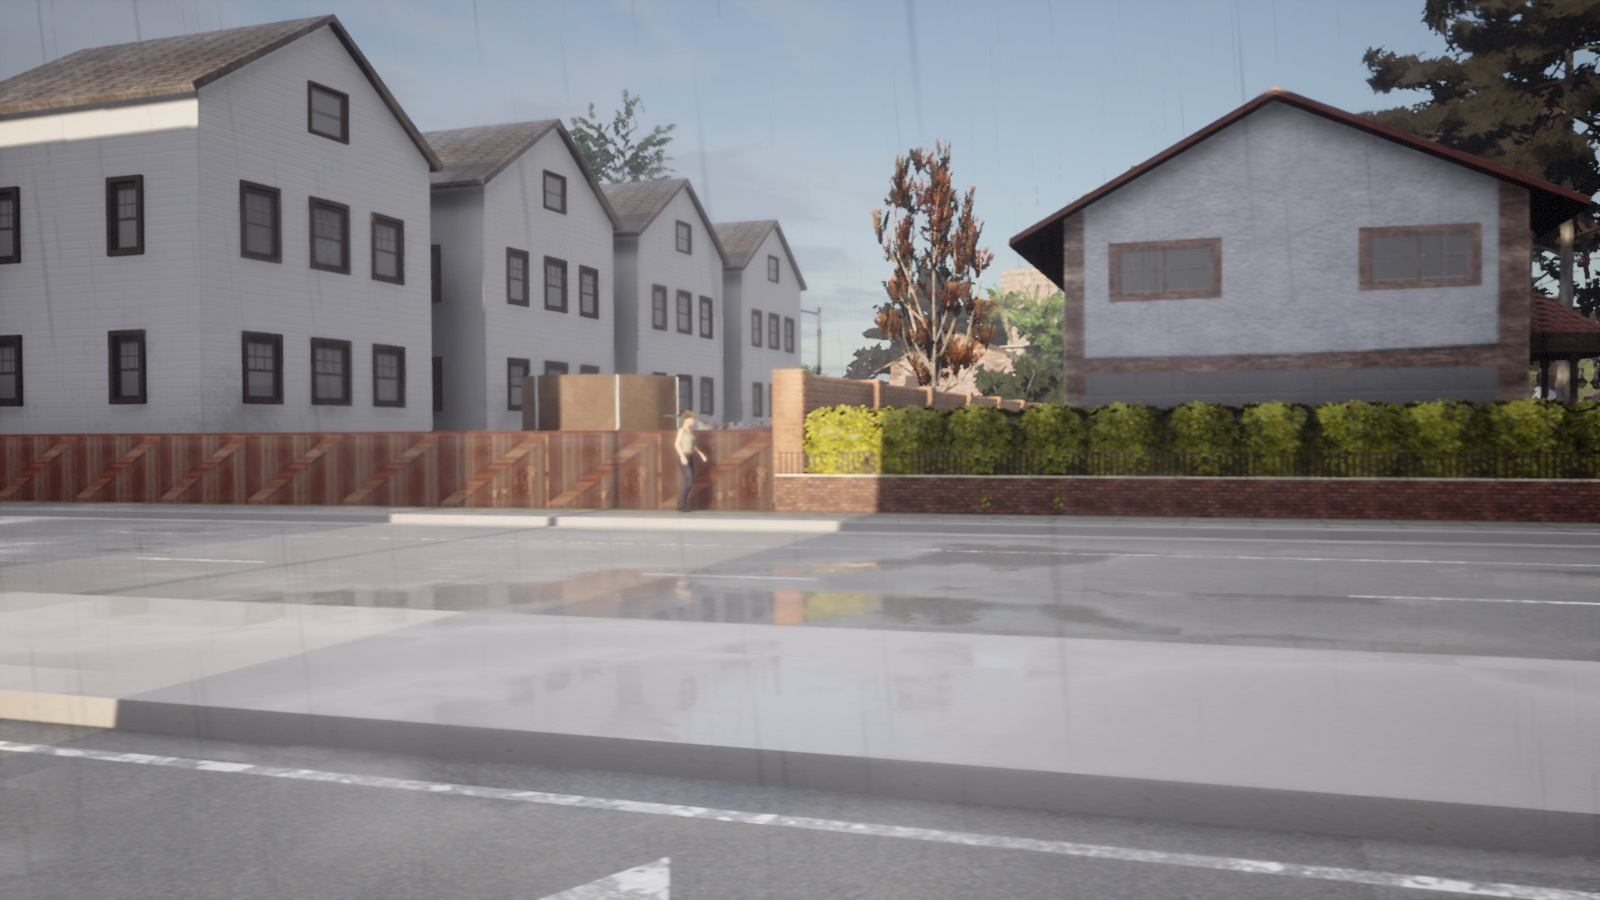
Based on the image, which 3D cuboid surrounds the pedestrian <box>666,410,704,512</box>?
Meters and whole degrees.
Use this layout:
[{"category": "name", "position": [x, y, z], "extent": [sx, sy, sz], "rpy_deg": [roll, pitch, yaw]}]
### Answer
[{"category": "pedestrian", "position": [-2.075, 0.194, 22.655], "extent": [0.594, 1.836, 0.345], "rpy_deg": [0, 1, 20]}]
